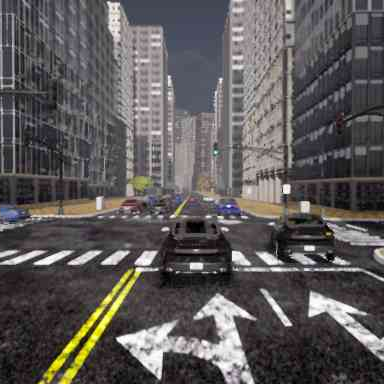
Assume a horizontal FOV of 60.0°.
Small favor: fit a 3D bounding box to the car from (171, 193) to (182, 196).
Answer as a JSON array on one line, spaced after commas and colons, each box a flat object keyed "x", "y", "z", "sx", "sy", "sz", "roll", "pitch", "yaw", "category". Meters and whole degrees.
[{"x": -3.241, "y": 1.131, "z": 65.115, "sx": 2.150, "sy": 2.045, "sz": 5.566, "roll": 0, "pitch": 0, "yaw": 0, "category": "car"}]

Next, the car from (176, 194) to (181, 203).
[{"x": -3.266, "y": 1.453, "z": 54.664, "sx": 1.812, "sy": 1.442, "sz": 4.674, "roll": 0, "pitch": 0, "yaw": 0, "category": "car"}]

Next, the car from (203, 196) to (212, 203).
[{"x": 3.260, "y": 1.503, "z": 68.133, "sx": 1.895, "sy": 1.301, "sz": 4.718, "roll": 0, "pitch": 0, "yaw": 0, "category": "car"}]

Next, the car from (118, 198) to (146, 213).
[{"x": -6.582, "y": 1.483, "z": 36.268, "sx": 1.812, "sy": 1.442, "sz": 4.674, "roll": 0, "pitch": 0, "yaw": 2, "category": "car"}]

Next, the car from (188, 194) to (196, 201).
[{"x": 0.012, "y": 1.362, "z": 77.416, "sx": 1.882, "sy": 1.535, "sz": 5.008, "roll": 0, "pitch": 0, "yaw": 0, "category": "car"}]

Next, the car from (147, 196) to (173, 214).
[{"x": -3.335, "y": 1.463, "z": 35.503, "sx": 1.837, "sy": 1.490, "sz": 4.892, "roll": 0, "pitch": 0, "yaw": 0, "category": "car"}]

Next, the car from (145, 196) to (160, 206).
[{"x": -6.510, "y": 1.405, "z": 54.877, "sx": 1.882, "sy": 1.535, "sz": 5.008, "roll": 0, "pitch": 0, "yaw": 0, "category": "car"}]

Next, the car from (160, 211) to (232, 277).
[{"x": 0.103, "y": 1.514, "z": 10.171, "sx": 1.837, "sy": 1.490, "sz": 4.892, "roll": 0, "pitch": -1, "yaw": 0, "category": "car"}]

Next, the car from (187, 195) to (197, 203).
[{"x": 0.010, "y": 1.430, "z": 67.422, "sx": 1.812, "sy": 1.442, "sz": 4.674, "roll": 0, "pitch": 0, "yaw": 0, "category": "car"}]

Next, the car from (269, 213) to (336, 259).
[{"x": 4.067, "y": 1.549, "z": 12.599, "sx": 1.837, "sy": 1.490, "sz": 4.892, "roll": -1, "pitch": -2, "yaw": 11, "category": "car"}]

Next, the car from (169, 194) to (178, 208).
[{"x": -3.326, "y": 1.449, "z": 44.843, "sx": 1.837, "sy": 1.490, "sz": 4.892, "roll": 0, "pitch": 0, "yaw": 0, "category": "car"}]

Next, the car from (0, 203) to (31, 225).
[{"x": -13.660, "y": 1.388, "z": 22.126, "sx": 5.357, "sy": 1.411, "sz": 2.033, "roll": 1, "pitch": 1, "yaw": 2, "category": "car"}]

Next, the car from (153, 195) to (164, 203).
[{"x": -6.491, "y": 1.435, "z": 65.147, "sx": 1.812, "sy": 1.442, "sz": 4.674, "roll": 0, "pitch": 0, "yaw": 0, "category": "car"}]

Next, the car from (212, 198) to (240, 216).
[{"x": 3.357, "y": 1.316, "z": 32.523, "sx": 2.097, "sy": 1.767, "sz": 4.553, "roll": 0, "pitch": 0, "yaw": 0, "category": "car"}]
